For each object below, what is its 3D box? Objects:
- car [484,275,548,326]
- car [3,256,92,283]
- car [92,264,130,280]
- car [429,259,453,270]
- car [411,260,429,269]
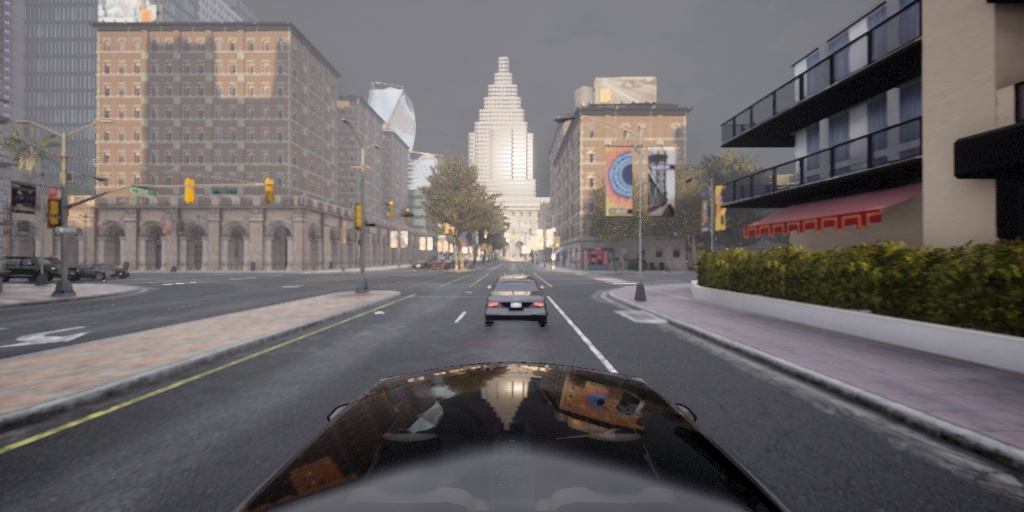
[{"bbox_3d":[0.125,1.330,11.843,2.033,1.411,5.357,0,0,0],"label":"car"},{"bbox_3d":[-37.754,1.054,28.579,5.566,2.045,2.150,0,0,0],"label":"car"},{"bbox_3d":[-36.993,1.408,32.083,4.181,1.385,1.994,0,0,0],"label":"car"},{"bbox_3d":[-11.338,1.277,57.309,2.097,1.767,4.553,0,0,0],"label":"car"},{"bbox_3d":[-14.817,1.423,59.178,2.128,1.511,4.902,0,0,1],"label":"car"}]
